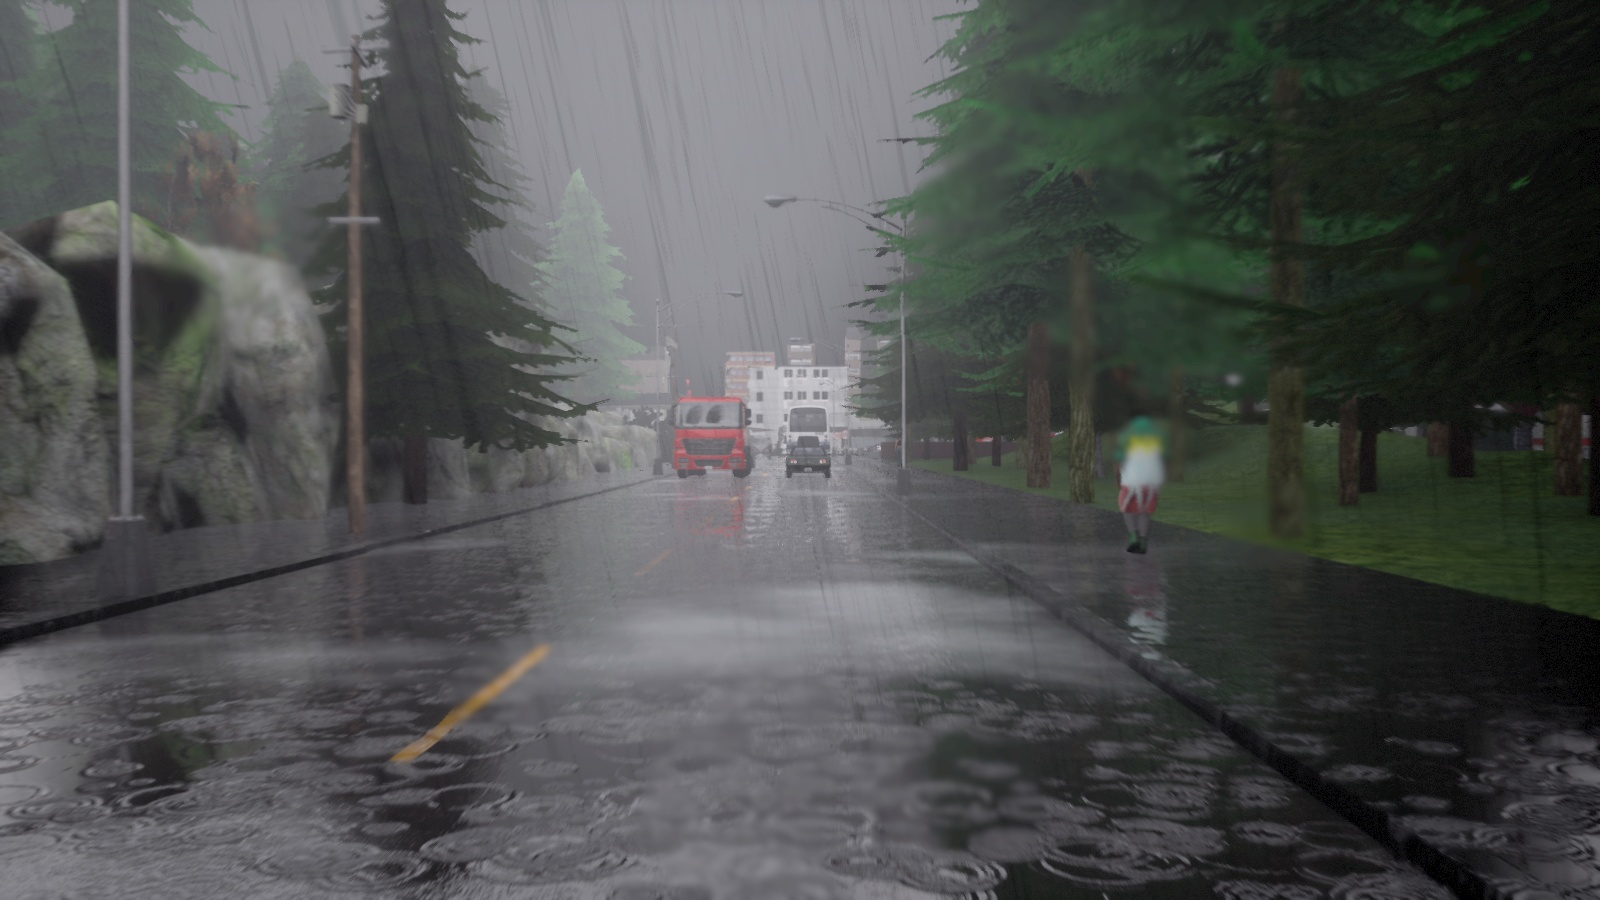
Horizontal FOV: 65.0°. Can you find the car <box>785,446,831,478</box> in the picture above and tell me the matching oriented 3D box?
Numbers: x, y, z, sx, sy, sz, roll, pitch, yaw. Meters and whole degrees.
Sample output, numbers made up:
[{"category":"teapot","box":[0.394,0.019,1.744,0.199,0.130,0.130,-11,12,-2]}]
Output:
[{"category":"car","box":[0.347,0.496,53.843,1.895,1.301,4.718,0,0,0]}]

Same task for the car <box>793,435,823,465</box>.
[{"category":"car","box":[0.515,0.013,81.233,1.905,1.878,3.866,0,0,0]}]

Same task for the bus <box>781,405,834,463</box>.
[{"category":"bus","box":[0.600,-1.268,97.988,3.944,4.253,10.273,0,1,0]}]

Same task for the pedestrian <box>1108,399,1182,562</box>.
[{"category":"pedestrian","box":[4.245,0.359,15.501,0.659,1.952,0.873,0,0,0]}]

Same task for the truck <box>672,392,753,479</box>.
[{"category":"truck","box":[-3.651,-0.591,54.042,2.891,3.462,7.936,0,0,0]}]
